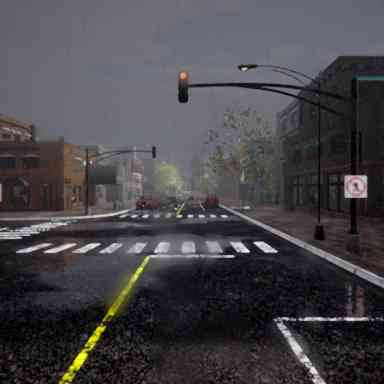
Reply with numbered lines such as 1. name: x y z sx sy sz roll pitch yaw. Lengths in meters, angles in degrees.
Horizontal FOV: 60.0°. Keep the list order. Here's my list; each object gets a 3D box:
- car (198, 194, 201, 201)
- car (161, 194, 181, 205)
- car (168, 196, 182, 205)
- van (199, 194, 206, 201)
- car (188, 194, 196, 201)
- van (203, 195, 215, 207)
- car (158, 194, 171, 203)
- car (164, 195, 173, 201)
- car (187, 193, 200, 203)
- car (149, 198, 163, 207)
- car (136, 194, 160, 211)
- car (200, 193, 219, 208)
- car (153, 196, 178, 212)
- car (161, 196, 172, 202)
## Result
1. car: 2.703 1.532 63.619 2.008 1.369 4.403 -1 0 0
2. car: -3.056 1.464 48.697 1.882 1.535 5.008 0 0 0
3. car: -2.989 1.474 58.827 2.128 1.511 4.902 0 0 0
4. van: 2.706 1.314 85.795 1.690 1.788 3.998 -1 0 0
5. car: 0.018 1.351 77.847 1.882 1.535 5.008 0 0 0
6. van: 2.699 1.326 52.531 1.690 1.788 3.998 -1 0 0
7. car: -5.678 1.294 69.165 2.192 1.841 5.009 -1 0 0
8. car: -5.674 1.520 80.253 1.887 1.381 4.507 -1 0 0
9. car: 0.015 1.472 67.431 2.128 1.511 4.902 0 0 0
10. car: -5.680 1.567 52.533 1.802 1.307 4.206 -1 0 0
11. car: -5.684 1.304 41.444 2.192 1.841 5.009 -1 0 0
12. car: 2.697 1.302 46.987 2.192 1.841 5.009 -1 0 0
13. car: -3.085 1.553 38.897 1.994 1.385 4.181 0 0 0
14. car: -5.675 1.543 74.709 1.947 1.339 4.313 -1 0 0
